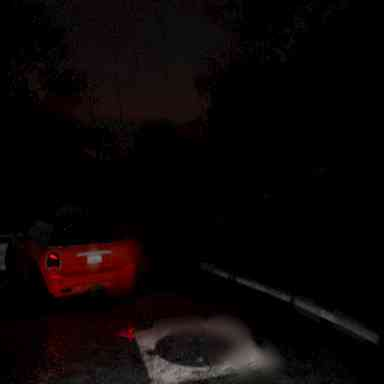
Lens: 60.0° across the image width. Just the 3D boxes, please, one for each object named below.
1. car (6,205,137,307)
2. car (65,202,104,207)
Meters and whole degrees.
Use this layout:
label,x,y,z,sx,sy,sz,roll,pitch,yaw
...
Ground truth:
label,x,y,z,sx,sy,sz,roll,pitch,yaw
car,-3.224,1.374,8.429,2.097,1.767,4.553,1,-1,-36
car,-6.242,1.389,18.003,2.097,1.767,4.553,-1,0,17
